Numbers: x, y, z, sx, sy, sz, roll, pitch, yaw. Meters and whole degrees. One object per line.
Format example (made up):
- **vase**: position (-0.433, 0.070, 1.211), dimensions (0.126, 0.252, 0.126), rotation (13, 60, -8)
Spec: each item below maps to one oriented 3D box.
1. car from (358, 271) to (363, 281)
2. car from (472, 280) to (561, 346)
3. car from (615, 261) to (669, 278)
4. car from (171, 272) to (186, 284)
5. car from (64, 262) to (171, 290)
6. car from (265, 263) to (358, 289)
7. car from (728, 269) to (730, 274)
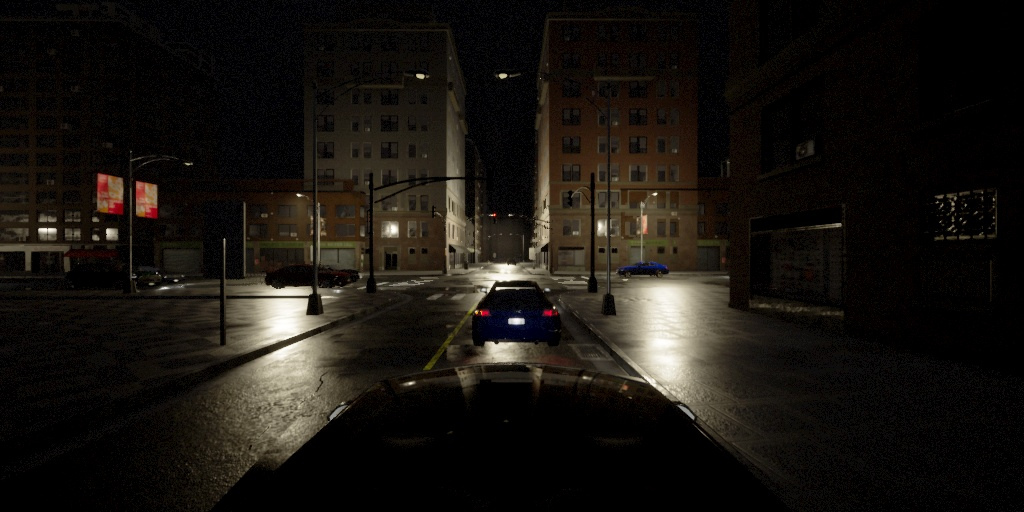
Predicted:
- **car**: position (-13.445, 1.286, 25.983), dimensions (4.902, 1.511, 2.128), rotation (0, 0, -2)
- **car**: position (0.096, 1.314, 9.387), dimensions (1.994, 1.385, 4.181), rotation (0, 0, 0)
- **car**: position (11.856, 1.217, 32.753), dimensions (4.674, 1.442, 1.812), rotation (0, 0, 0)
- **car**: position (-26.910, 1.393, 25.861), dimensions (5.357, 1.411, 2.033), rotation (0, 0, 0)
- **car**: position (-24.989, 1.191, 22.622), dimensions (4.553, 1.767, 2.097), rotation (0, 0, 0)
- **car**: position (-12.731, 1.269, 22.568), dimensions (5.008, 1.535, 1.882), rotation (0, 0, 3)
- **car**: position (22.165, 1.220, 32.807), dimensions (4.181, 1.385, 1.994), rotation (0, 0, -1)
